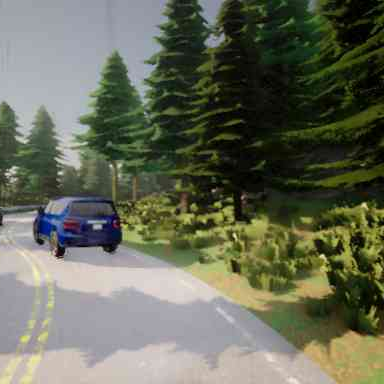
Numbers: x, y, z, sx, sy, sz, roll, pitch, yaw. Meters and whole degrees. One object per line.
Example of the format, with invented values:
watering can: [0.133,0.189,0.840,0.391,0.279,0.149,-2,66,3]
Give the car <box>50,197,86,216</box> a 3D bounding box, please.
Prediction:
car: [-11.263,1.281,30.516,1.812,1.442,4.674,-1,1,-4]

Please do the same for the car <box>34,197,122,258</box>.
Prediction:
car: [-4.622,1.207,13.060,2.150,2.045,5.566,2,-1,-35]

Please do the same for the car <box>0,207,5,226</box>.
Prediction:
car: [-11.755,1.342,18.633,1.837,1.490,4.892,0,0,-23]
